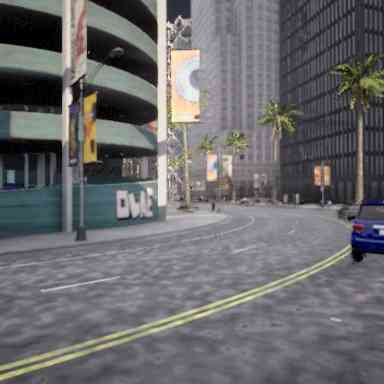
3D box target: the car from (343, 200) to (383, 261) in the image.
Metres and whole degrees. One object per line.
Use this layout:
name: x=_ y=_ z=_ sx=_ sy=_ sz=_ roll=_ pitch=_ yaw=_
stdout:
car: x=7.309 y=1.303 z=11.994 sx=2.150 sy=2.045 sz=5.566 roll=0 pitch=0 yaw=36

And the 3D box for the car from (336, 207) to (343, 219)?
car: x=14.178 y=1.771 z=29.304 sx=1.994 sy=1.385 sz=4.181 roll=0 pitch=0 yaw=10

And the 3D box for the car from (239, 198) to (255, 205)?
car: x=12.088 y=2.078 z=73.400 sx=2.231 sy=1.521 sz=4.892 roll=0 pitch=-1 yaw=-17
